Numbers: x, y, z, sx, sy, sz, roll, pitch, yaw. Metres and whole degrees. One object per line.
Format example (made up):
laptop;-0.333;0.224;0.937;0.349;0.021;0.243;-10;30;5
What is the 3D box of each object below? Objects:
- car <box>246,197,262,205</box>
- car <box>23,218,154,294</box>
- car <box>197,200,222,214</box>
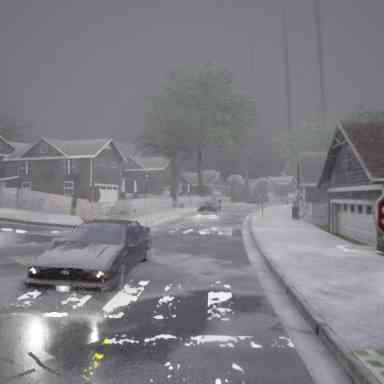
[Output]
car;11.395;1.569;60.744;2.033;1.411;5.357;0;-1;26
car;-2.341;1.480;9.206;2.033;1.411;5.357;2;1;4
car;1.922;1.561;34.994;1.895;1.301;4.718;0;0;14
